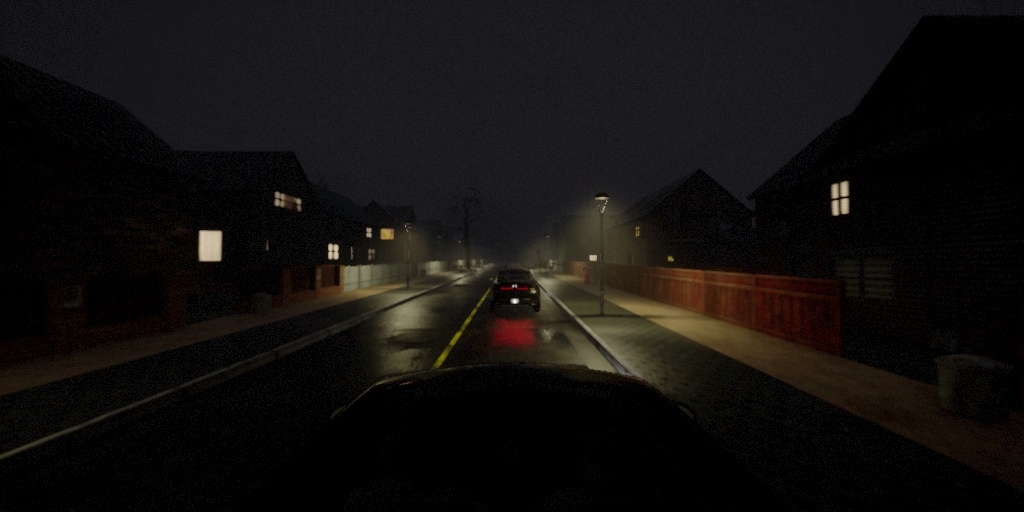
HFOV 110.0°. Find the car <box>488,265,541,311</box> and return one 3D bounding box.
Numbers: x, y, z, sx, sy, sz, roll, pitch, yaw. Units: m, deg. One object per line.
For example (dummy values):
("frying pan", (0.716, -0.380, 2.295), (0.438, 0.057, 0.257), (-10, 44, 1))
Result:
("car", (0.102, 1.283, 14.582), (1.837, 1.490, 4.892), (0, 0, 0))
